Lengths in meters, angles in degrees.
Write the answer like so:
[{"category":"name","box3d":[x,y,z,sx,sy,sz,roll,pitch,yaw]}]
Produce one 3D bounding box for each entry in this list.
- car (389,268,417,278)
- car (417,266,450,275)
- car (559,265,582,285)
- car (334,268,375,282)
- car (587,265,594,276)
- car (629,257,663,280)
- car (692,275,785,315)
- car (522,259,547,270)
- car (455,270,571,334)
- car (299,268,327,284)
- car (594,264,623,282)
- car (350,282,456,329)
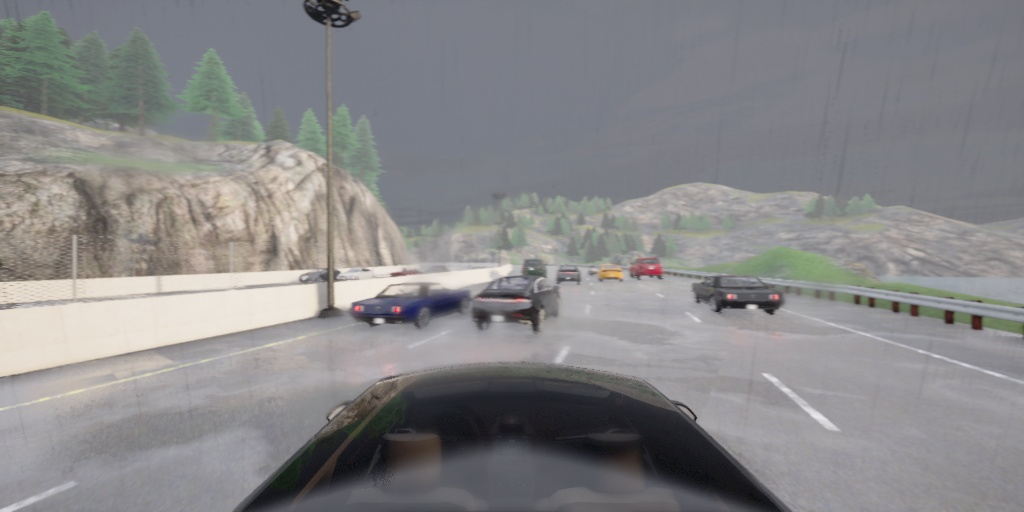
[{"category":"car","box3d":[-11.563,1.969,39.333,1.895,1.301,4.718,-1,-1,8]},{"category":"car","box3d":[-8.135,1.815,38.708,1.837,1.490,4.892,-1,-1,8]},{"category":"car","box3d":[4.695,1.504,29.485,2.128,1.511,4.902,-1,-1,11]},{"category":"car","box3d":[-15.608,1.915,36.175,1.812,1.442,4.674,-1,-1,9]},{"category":"car","box3d":[10.263,1.698,43.343,1.895,1.301,4.718,-1,-1,6]},{"category":"car","box3d":[12.565,1.172,33.902,2.150,2.045,5.566,-1,-1,9]},{"category":"car","box3d":[8.337,1.372,13.750,1.895,1.301,4.718,-1,-1,15]},{"category":"car","box3d":[2.266,1.347,35.947,2.150,2.045,5.566,-1,-1,9]},{"category":"car","box3d":[0.344,1.349,11.206,2.128,1.511,4.902,-1,-1,17]},{"category":"car","box3d":[-19.169,1.933,36.183,2.128,1.511,4.902,-1,-1,9]},{"category":"car","box3d":[8.697,1.463,32.095,1.882,1.535,5.008,-1,-1,10]},{"category":"car","box3d":[-3.044,1.519,12.075,1.895,1.301,4.718,-1,-1,17]}]
